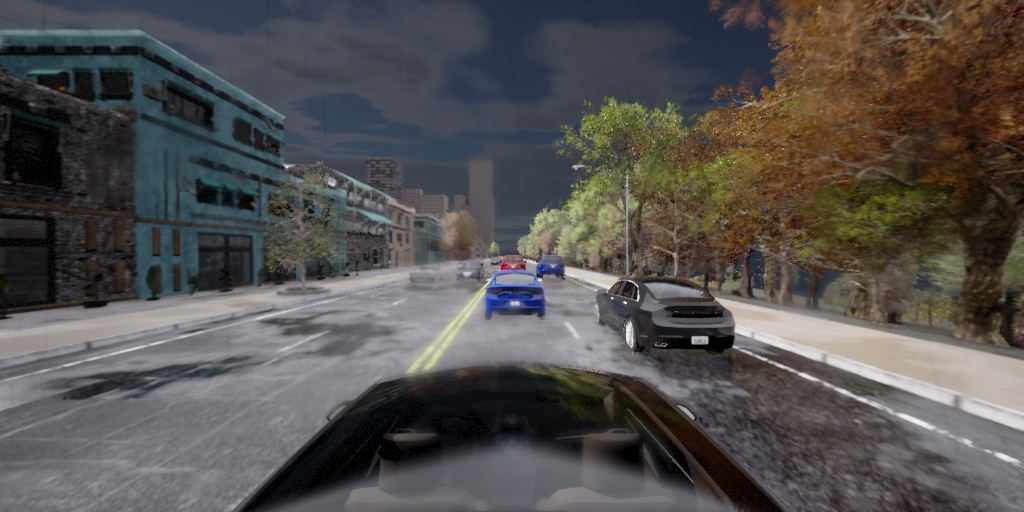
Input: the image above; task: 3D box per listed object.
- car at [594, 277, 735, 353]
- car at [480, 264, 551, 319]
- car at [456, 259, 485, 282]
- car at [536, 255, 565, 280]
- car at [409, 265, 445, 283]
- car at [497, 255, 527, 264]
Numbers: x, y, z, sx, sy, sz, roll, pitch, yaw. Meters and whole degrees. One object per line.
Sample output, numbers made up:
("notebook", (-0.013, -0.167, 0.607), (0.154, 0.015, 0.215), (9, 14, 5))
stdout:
("car", (3.350, 1.255, 8.815), (1.837, 1.490, 4.892), (0, 0, 0))
("car", (0.102, 1.228, 12.791), (1.882, 1.535, 5.008), (0, 0, 0))
("car", (-3.345, 1.241, 29.315), (2.128, 1.511, 4.902), (0, 0, 0))
("car", (3.352, 0.971, 31.713), (2.150, 2.045, 5.566), (0, 0, 0))
("car", (-6.597, 1.350, 28.164), (1.895, 1.301, 4.718), (0, 0, 0))
("car", (0.101, 0.971, 31.652), (2.150, 2.045, 5.566), (0, 0, 0))
